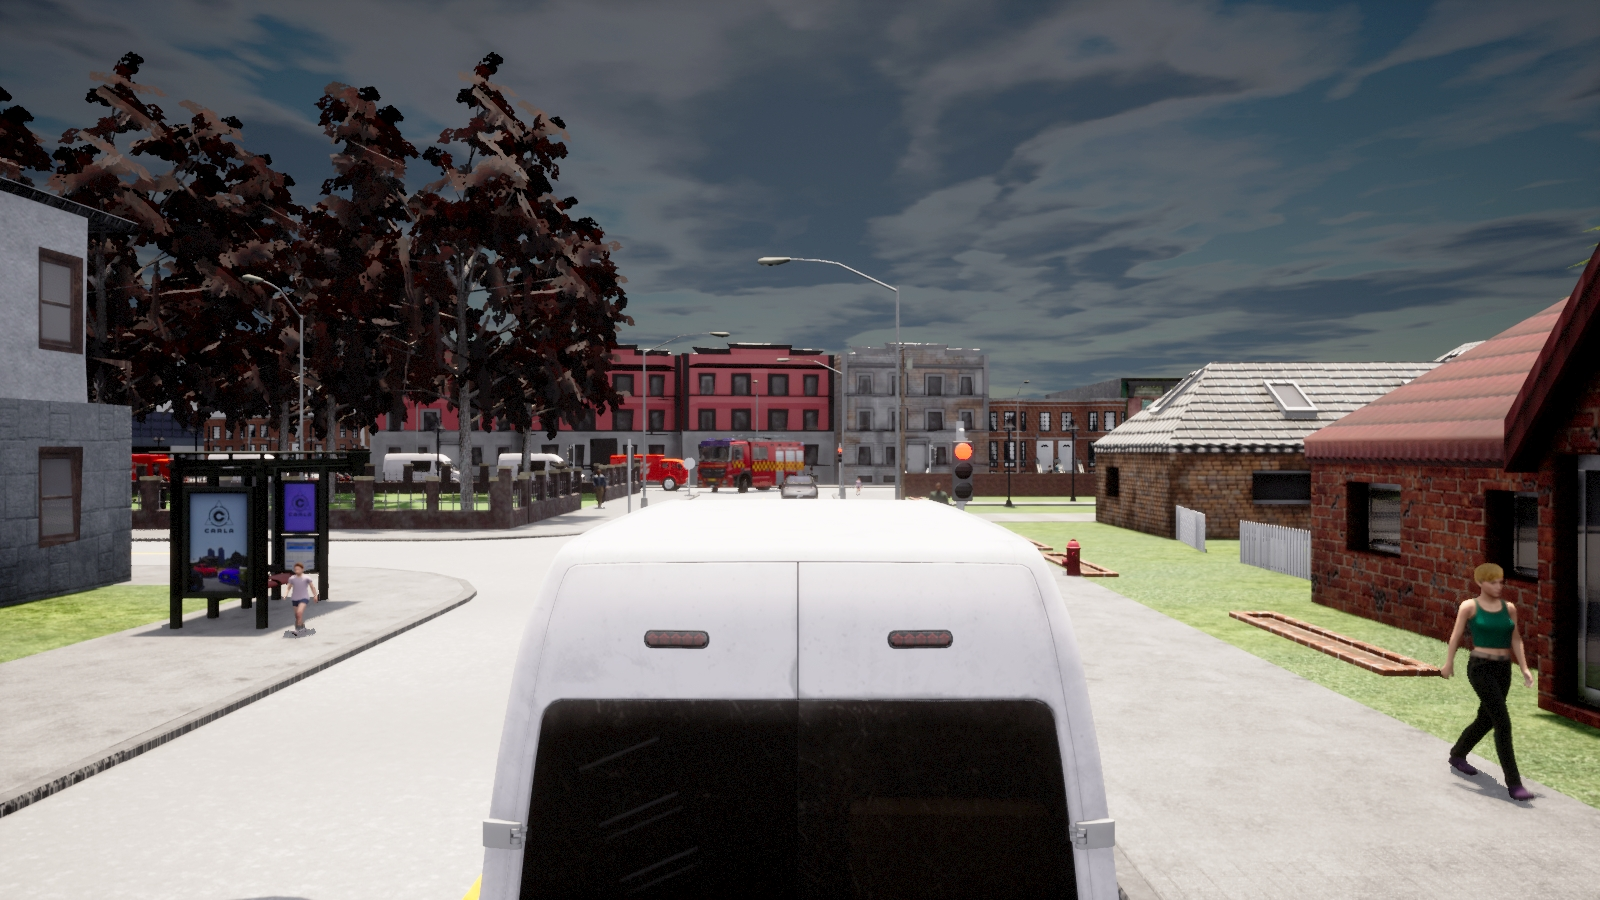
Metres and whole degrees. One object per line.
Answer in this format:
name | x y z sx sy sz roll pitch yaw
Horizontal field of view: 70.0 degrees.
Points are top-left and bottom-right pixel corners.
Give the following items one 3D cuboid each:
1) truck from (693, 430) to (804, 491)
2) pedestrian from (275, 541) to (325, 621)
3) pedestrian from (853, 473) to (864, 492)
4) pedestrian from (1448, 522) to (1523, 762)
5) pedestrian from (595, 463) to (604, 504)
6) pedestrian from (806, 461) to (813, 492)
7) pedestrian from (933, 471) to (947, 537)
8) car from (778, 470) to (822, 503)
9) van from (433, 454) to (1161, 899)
truck | -3.343 0.671 76.819 2.891 3.827 8.468 0 0 35
pedestrian | -7.270 1.896 16.631 0.500 1.100 0.500 0 0 0
pedestrian | 3.433 1.898 67.320 0.500 1.100 0.500 0 0 -14
pedestrian | 5.506 1.524 9.188 0.375 1.860 0.375 0 0 -3
pedestrian | -9.160 1.526 52.150 0.375 1.860 0.375 0 0 -1
pedestrian | 0.569 1.628 69.887 0.375 1.860 0.375 0 0 -9
pedestrian | 3.984 1.523 32.550 0.375 1.860 0.375 0 0 9
car | -0.021 1.827 57.775 2.128 1.511 4.902 0 0 0
van | -0.009 1.315 6.082 1.988 2.561 5.915 0 0 0
